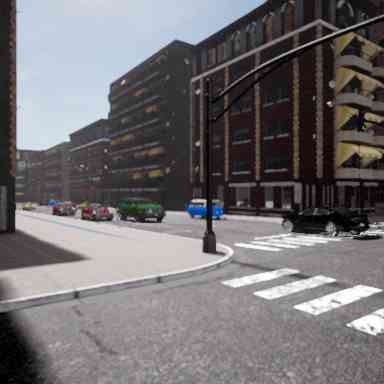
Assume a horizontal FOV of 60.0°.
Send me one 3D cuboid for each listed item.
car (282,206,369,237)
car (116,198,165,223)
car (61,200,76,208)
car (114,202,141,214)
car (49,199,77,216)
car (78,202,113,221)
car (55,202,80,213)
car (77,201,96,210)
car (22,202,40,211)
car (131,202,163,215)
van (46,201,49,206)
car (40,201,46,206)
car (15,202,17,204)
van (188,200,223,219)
[{"bbox_3d":[7.167,1.531,18.432,1.882,1.535,5.008,1,-2,-27],"label":"car"},{"bbox_3d":[-4.548,1.558,29.502,2.150,2.045,5.566,0,-1,-36],"label":"car"},{"bbox_3d":[-25.322,2.487,68.132,1.967,1.590,4.097,-1,0,-36],"label":"car"},{"bbox_3d":[-8.820,2.144,45.250,1.947,1.339,4.313,-1,0,-36],"label":"car"},{"bbox_3d":[-15.566,2.033,40.387,1.967,1.590,4.097,-1,0,-36],"label":"car"},{"bbox_3d":[-8.967,1.847,31.235,1.967,1.590,4.097,-1,0,-36],"label":"car"},{"bbox_3d":[-18.240,2.218,48.638,2.128,1.511,4.902,0,-1,-35],"label":"car"},{"bbox_3d":[-18.820,2.388,59.118,1.752,1.417,4.829,-1,0,-36],"label":"car"},{"bbox_3d":[-28.664,2.490,58.555,1.752,1.417,4.829,-1,0,-36],"label":"car"},{"bbox_3d":[-5.620,2.014,40.812,1.752,1.417,4.829,-1,0,-36],"label":"car"},{"bbox_3d":[-31.925,2.576,77.286,1.690,1.788,3.998,-1,0,-36],"label":"van"},{"bbox_3d":[-38.518,2.990,86.437,1.947,1.339,4.313,-1,0,-36],"label":"car"},{"bbox_3d":[-41.968,2.659,76.999,2.192,1.841,5.009,-1,0,-36],"label":"car"},{"bbox_3d":[1.212,1.641,31.621,1.690,1.788,3.998,-1,0,-36],"label":"van"}]
